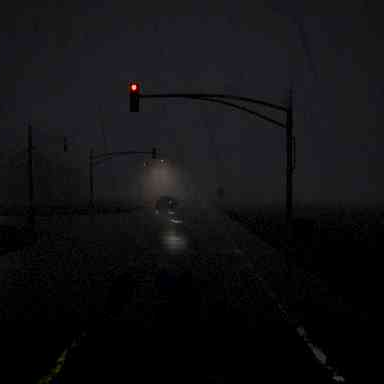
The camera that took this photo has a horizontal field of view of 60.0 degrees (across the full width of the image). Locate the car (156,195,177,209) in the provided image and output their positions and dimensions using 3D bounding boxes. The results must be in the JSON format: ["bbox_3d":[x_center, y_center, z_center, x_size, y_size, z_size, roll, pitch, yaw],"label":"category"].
[{"bbox_3d":[-3.459,1.320,43.517,2.097,1.767,4.553,0,0,0],"label":"car"}]

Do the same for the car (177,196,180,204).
[{"bbox_3d":[-3.431,1.308,52.298,2.097,1.767,4.553,0,0,0],"label":"car"}]

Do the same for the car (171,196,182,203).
[{"bbox_3d":[-3.286,1.476,70.859,1.994,1.385,4.181,0,0,0],"label":"car"}]

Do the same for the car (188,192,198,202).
[{"bbox_3d":[0.229,1.269,75.622,2.097,1.767,4.553,0,0,0],"label":"car"}]

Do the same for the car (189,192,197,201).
[{"bbox_3d":[0.260,1.115,85.836,2.150,2.045,5.566,0,0,0],"label":"car"}]
